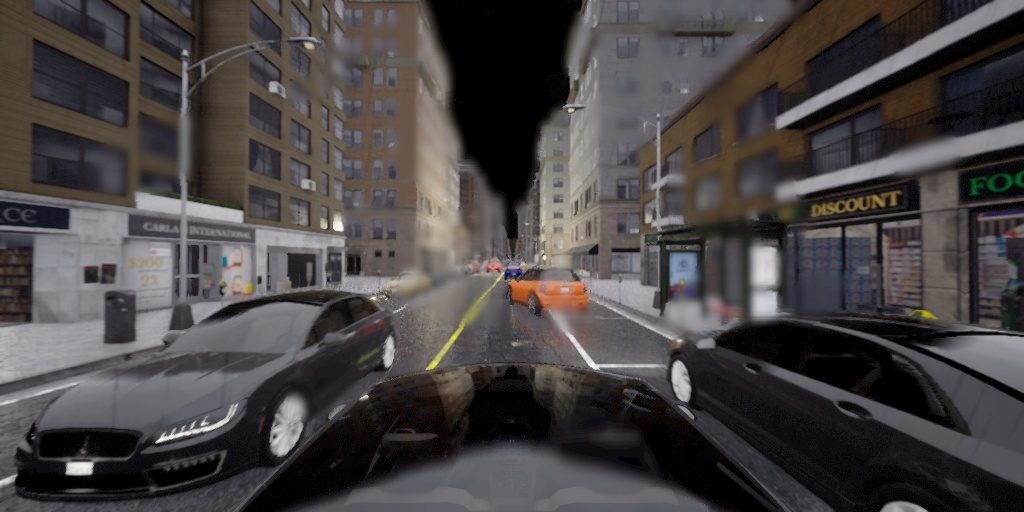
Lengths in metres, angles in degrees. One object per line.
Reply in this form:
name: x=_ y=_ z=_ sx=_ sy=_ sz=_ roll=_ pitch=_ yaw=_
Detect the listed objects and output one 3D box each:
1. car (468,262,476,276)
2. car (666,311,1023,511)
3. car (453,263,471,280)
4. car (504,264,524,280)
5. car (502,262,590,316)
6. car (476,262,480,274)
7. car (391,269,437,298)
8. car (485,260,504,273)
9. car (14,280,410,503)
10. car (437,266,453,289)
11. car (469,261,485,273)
car: x=-5.726 y=1.775 z=42.588 sx=1.948 sy=1.339 sz=4.313 roll=0 pitch=0 yaw=0
car: x=3.146 y=1.273 z=3.330 sx=1.837 sy=1.490 sz=4.892 roll=0 pitch=-1 yaw=0
car: x=-5.745 y=1.698 z=37.064 sx=2.007 sy=1.370 sz=4.403 roll=0 pitch=0 yaw=0
car: x=0.208 y=1.627 z=37.015 sx=1.882 sy=1.535 sz=5.008 roll=0 pitch=-1 yaw=0
car: x=1.285 y=1.247 z=14.559 sx=2.097 sy=1.767 sz=4.553 roll=0 pitch=-1 yaw=-16
car: x=-5.708 y=1.853 z=48.111 sx=1.802 sy=1.307 sz=4.207 roll=0 pitch=0 yaw=0
car: x=-5.800 y=1.487 z=20.324 sx=1.751 sy=1.417 sz=4.829 roll=0 pitch=0 yaw=0
car: x=-2.836 y=1.586 z=56.069 sx=2.150 sy=2.045 sz=5.566 roll=0 pitch=-1 yaw=1
car: x=-3.095 y=1.290 z=5.004 sx=1.837 sy=1.490 sz=4.892 roll=0 pitch=0 yaw=0
car: x=-5.781 y=1.590 z=26.017 sx=1.948 sy=1.339 sz=4.313 roll=0 pitch=0 yaw=0
car: x=-5.689 y=1.647 z=53.634 sx=2.192 sy=1.841 sz=5.009 roll=0 pitch=0 yaw=0
